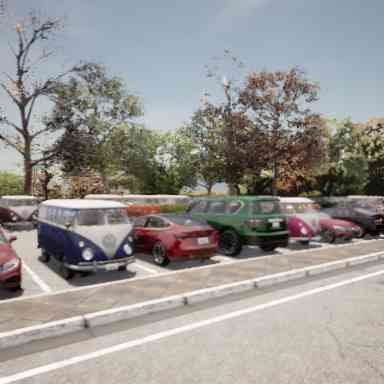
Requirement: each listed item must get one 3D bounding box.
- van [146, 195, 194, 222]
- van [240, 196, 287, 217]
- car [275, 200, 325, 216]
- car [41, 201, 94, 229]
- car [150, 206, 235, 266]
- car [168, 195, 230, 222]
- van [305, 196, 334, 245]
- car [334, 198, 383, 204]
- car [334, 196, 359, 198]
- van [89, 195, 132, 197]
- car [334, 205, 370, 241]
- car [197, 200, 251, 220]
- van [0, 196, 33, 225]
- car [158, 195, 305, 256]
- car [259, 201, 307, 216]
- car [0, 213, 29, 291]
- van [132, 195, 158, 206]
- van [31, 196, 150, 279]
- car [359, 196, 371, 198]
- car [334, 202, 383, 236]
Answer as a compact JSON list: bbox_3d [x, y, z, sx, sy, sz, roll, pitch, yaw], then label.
[{"bbox_3d":[-1.892,1.266,27.097,1.878,1.987,4.442,1,0,-35],"label":"van"},{"bbox_3d":[7.132,1.385,33.527,1.878,1.987,4.442,1,0,-35],"label":"van"},{"bbox_3d":[11.814,1.671,36.714,2.097,1.535,5.008,1,0,-35],"label":"car"},{"bbox_3d":[-8.479,1.431,22.266,2.097,1.535,5.008,0,0,-35],"label":"car"},{"bbox_3d":[-1.024,1.462,11.547,2.163,1.488,4.792,0,0,-35],"label":"car"},{"bbox_3d":[0.449,1.270,28.587,2.435,2.045,5.566,1,0,-35],"label":"car"},{"bbox_3d":[3.563,1.236,14.636,1.878,1.987,4.442,1,0,-35],"label":"van"},{"bbox_3d":[10.295,1.426,19.538,2.185,1.767,4.553,1,0,-35],"label":"car"},{"bbox_3d":[16.342,1.479,39.913,2.435,2.045,5.566,1,0,-35],"label":"car"},{"bbox_3d":[-6.274,1.206,23.687,1.878,1.987,4.442,0,0,-35],"label":"van"},{"bbox_3d":[5.752,1.532,16.343,2.002,1.452,4.674,1,0,-35],"label":"car"},{"bbox_3d":[2.791,1.552,30.284,2.097,1.535,5.008,1,0,-35],"label":"car"},{"bbox_3d":[-10.665,1.220,20.558,1.878,1.987,4.442,0,0,-35],"label":"van"},{"bbox_3d":[1.218,1.181,13.144,2.435,2.045,5.566,1,0,-35],"label":"car"},{"bbox_3d":[9.452,1.680,35.040,2.002,1.452,4.674,1,0,-35],"label":"car"},{"bbox_3d":[-5.535,1.502,8.299,2.002,1.452,4.674,0,0,-35],"label":"car"},{"bbox_3d":[-4.046,1.238,25.562,1.878,1.987,4.442,1,0,-35],"label":"van"},{"bbox_3d":[-3.206,1.221,9.812,1.878,1.987,4.442,0,0,-35],"label":"van"},{"bbox_3d":[18.598,1.509,41.520,2.435,2.045,5.566,1,0,-35],"label":"car"},{"bbox_3d":[8.018,1.521,17.947,2.097,1.535,5.008,1,0,-35],"label":"car"}]
